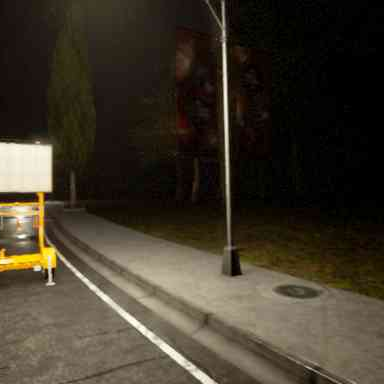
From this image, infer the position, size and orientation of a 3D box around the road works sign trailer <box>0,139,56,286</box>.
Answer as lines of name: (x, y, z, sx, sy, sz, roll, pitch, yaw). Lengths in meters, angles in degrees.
road works sign trailer: (-4.928, 0.433, 8.658, 2.380, 3.560, 2.880, 0, 0, -29)
